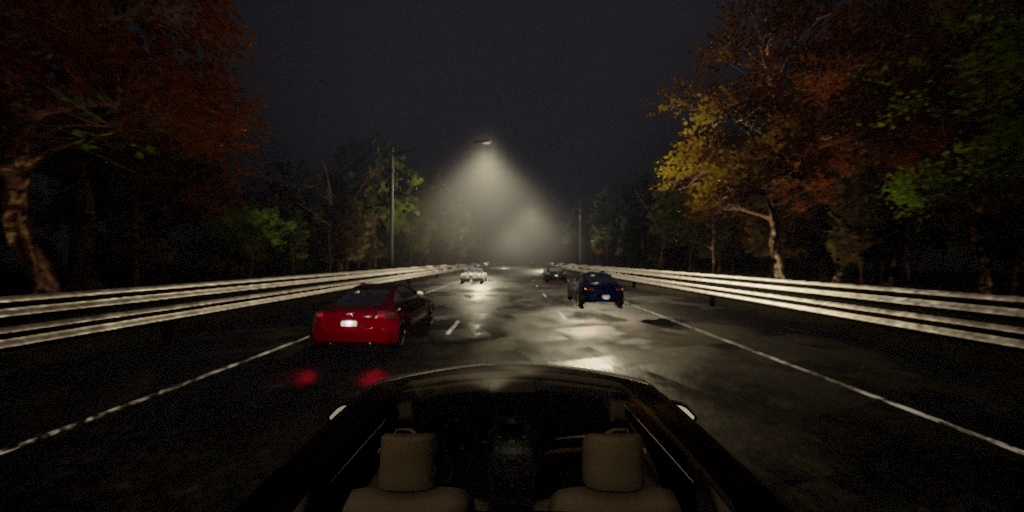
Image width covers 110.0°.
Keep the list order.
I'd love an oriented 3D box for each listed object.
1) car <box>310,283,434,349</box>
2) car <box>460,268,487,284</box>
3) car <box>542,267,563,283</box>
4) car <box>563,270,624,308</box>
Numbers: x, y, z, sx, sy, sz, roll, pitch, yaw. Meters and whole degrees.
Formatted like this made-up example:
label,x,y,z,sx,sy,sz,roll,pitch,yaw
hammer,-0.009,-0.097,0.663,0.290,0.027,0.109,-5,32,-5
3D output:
label,x,y,z,sx,sy,sz,roll,pitch,yaw
car,-3.387,1.403,9.477,1.994,1.385,4.181,0,-1,0
car,-3.204,1.680,30.633,1.895,1.301,4.718,0,-1,1
car,3.829,1.668,32.756,1.994,1.385,4.181,0,-1,1
car,3.651,1.442,16.157,1.812,1.442,4.674,0,-1,0
